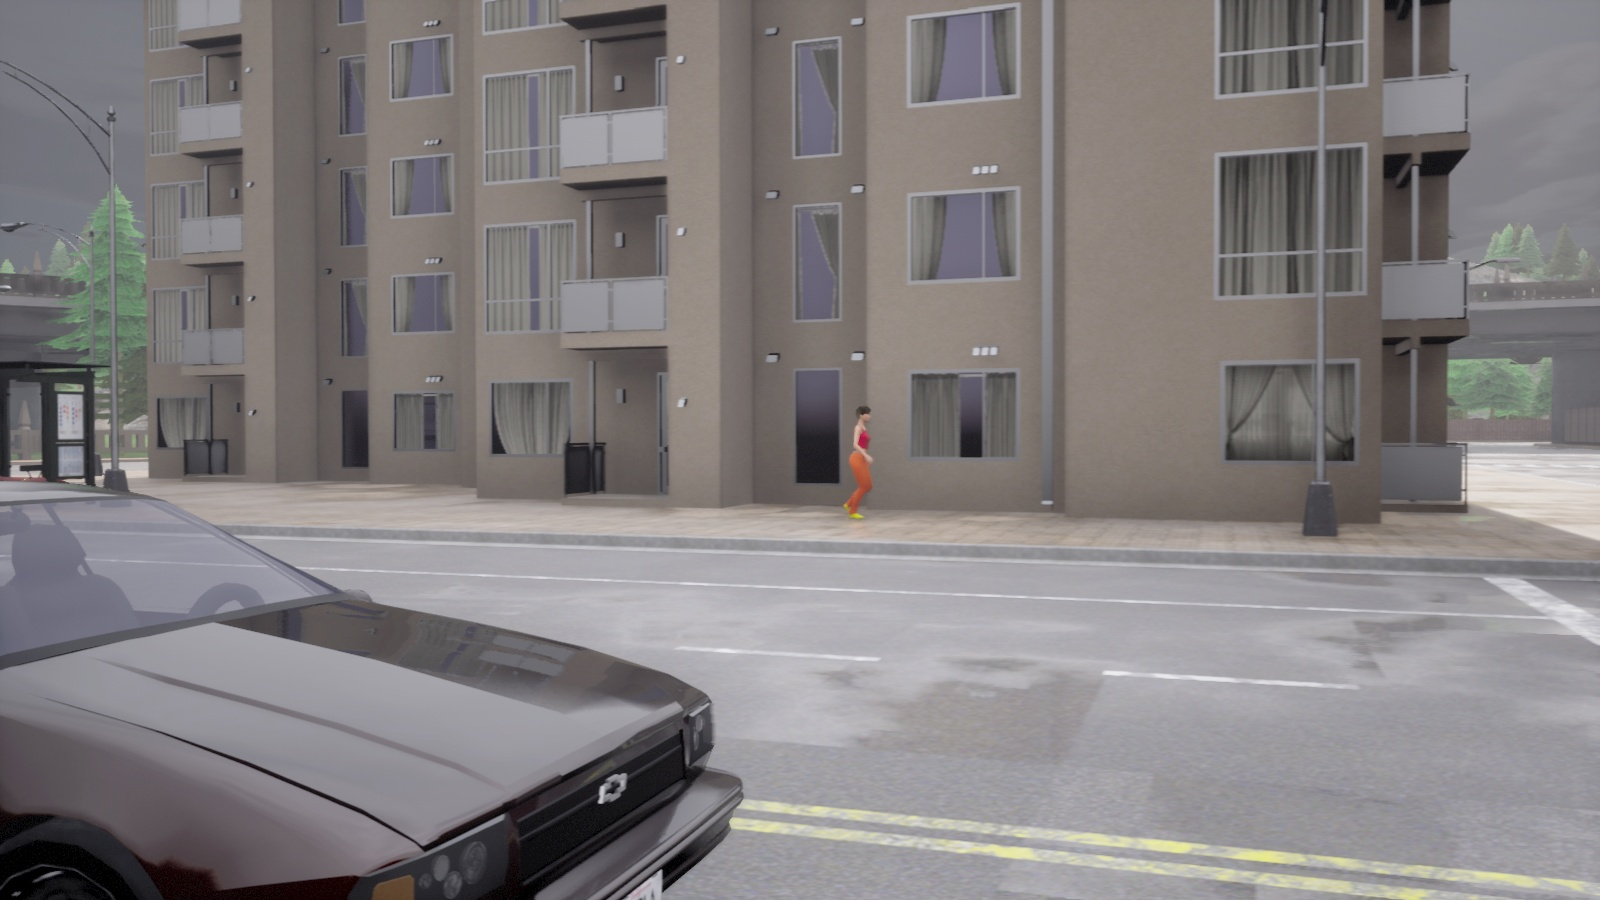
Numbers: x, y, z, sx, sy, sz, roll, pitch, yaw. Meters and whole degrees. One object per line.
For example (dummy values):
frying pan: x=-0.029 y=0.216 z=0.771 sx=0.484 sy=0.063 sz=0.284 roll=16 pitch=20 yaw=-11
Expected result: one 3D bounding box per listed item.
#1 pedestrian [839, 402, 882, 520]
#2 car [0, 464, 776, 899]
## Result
pedestrian: x=0.954 y=0.162 z=19.821 sx=0.594 sy=1.836 sz=0.345 roll=1 pitch=1 yaw=18
car: x=-2.948 y=0.789 z=4.185 sx=5.357 sy=1.411 sz=2.033 roll=1 pitch=1 yaw=19
